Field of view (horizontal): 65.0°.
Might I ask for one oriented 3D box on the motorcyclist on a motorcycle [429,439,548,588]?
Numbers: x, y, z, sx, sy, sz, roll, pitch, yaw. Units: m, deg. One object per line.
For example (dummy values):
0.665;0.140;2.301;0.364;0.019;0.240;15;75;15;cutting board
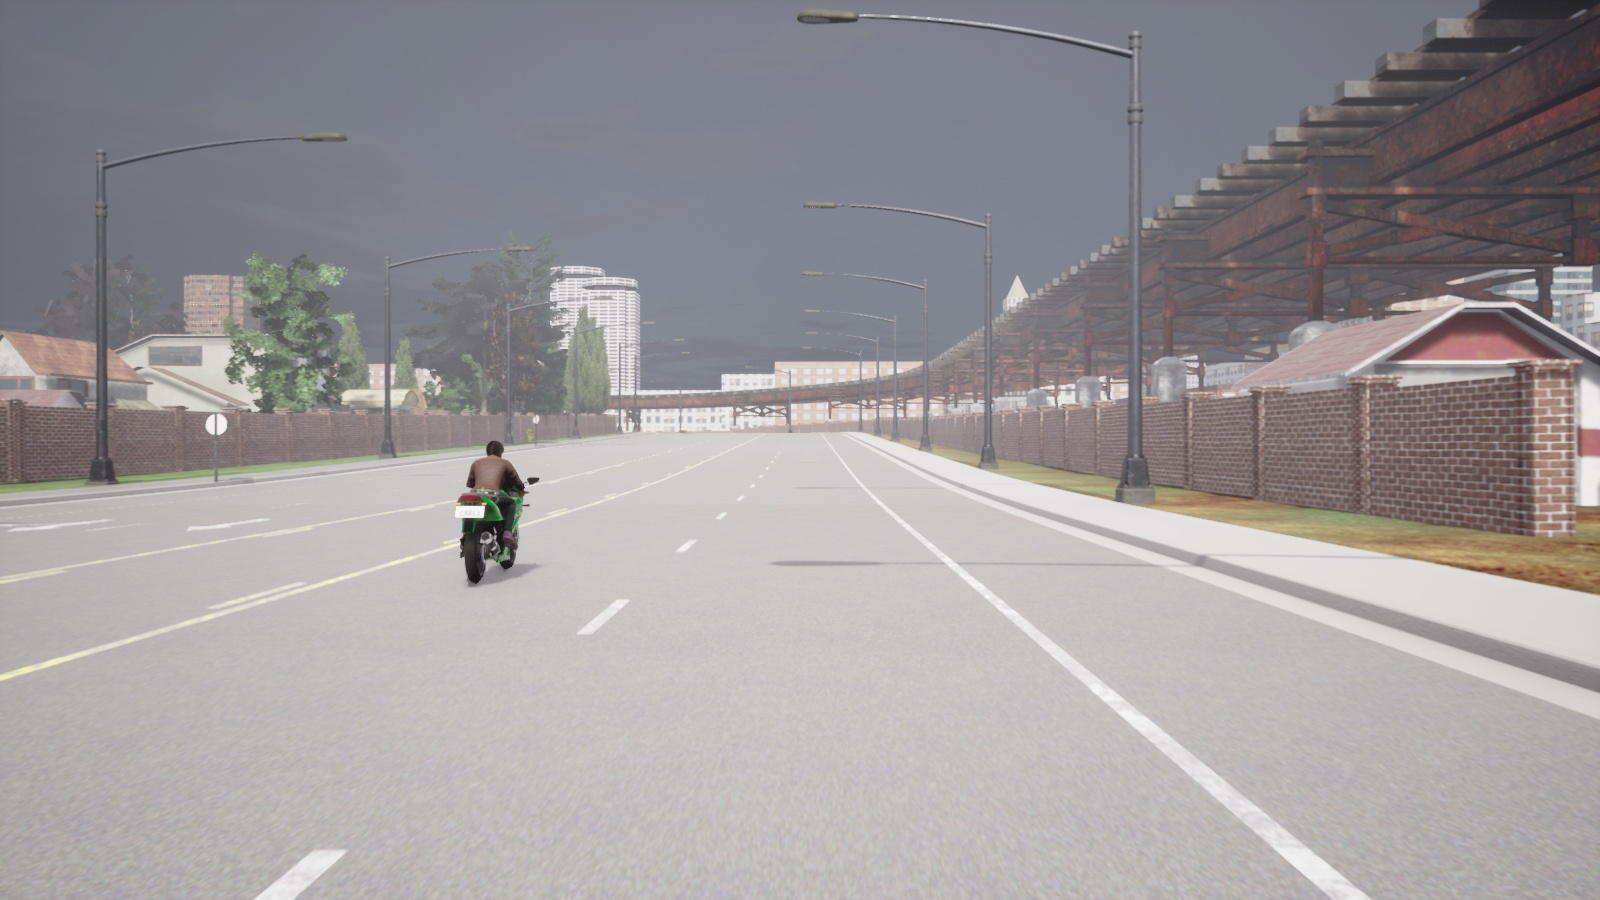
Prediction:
-3.405;0.647;13.914;0.797;1.523;2.044;0;0;0;motorcyclist on a motorcycle
